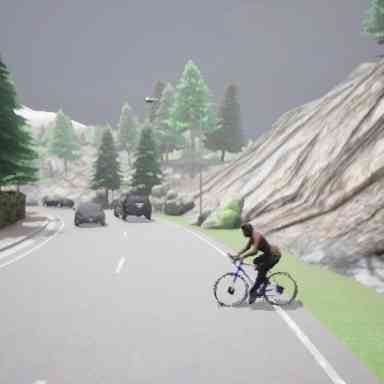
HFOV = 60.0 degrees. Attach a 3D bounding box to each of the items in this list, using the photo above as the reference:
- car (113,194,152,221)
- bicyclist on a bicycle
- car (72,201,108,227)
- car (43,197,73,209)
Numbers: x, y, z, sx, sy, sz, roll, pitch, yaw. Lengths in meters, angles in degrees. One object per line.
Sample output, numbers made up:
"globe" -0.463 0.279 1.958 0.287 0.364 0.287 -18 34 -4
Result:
"car" -4.872 1.143 26.783 2.150 2.045 5.566 0 0 -23
"bicyclist on a bicycle" 1.232 1.434 6.451 1.656 1.620 0.582 0 0 -3
"car" -6.872 1.444 22.393 1.837 1.490 4.892 0 0 -18
"car" -17.420 1.365 43.302 4.902 1.511 2.128 0 0 34
